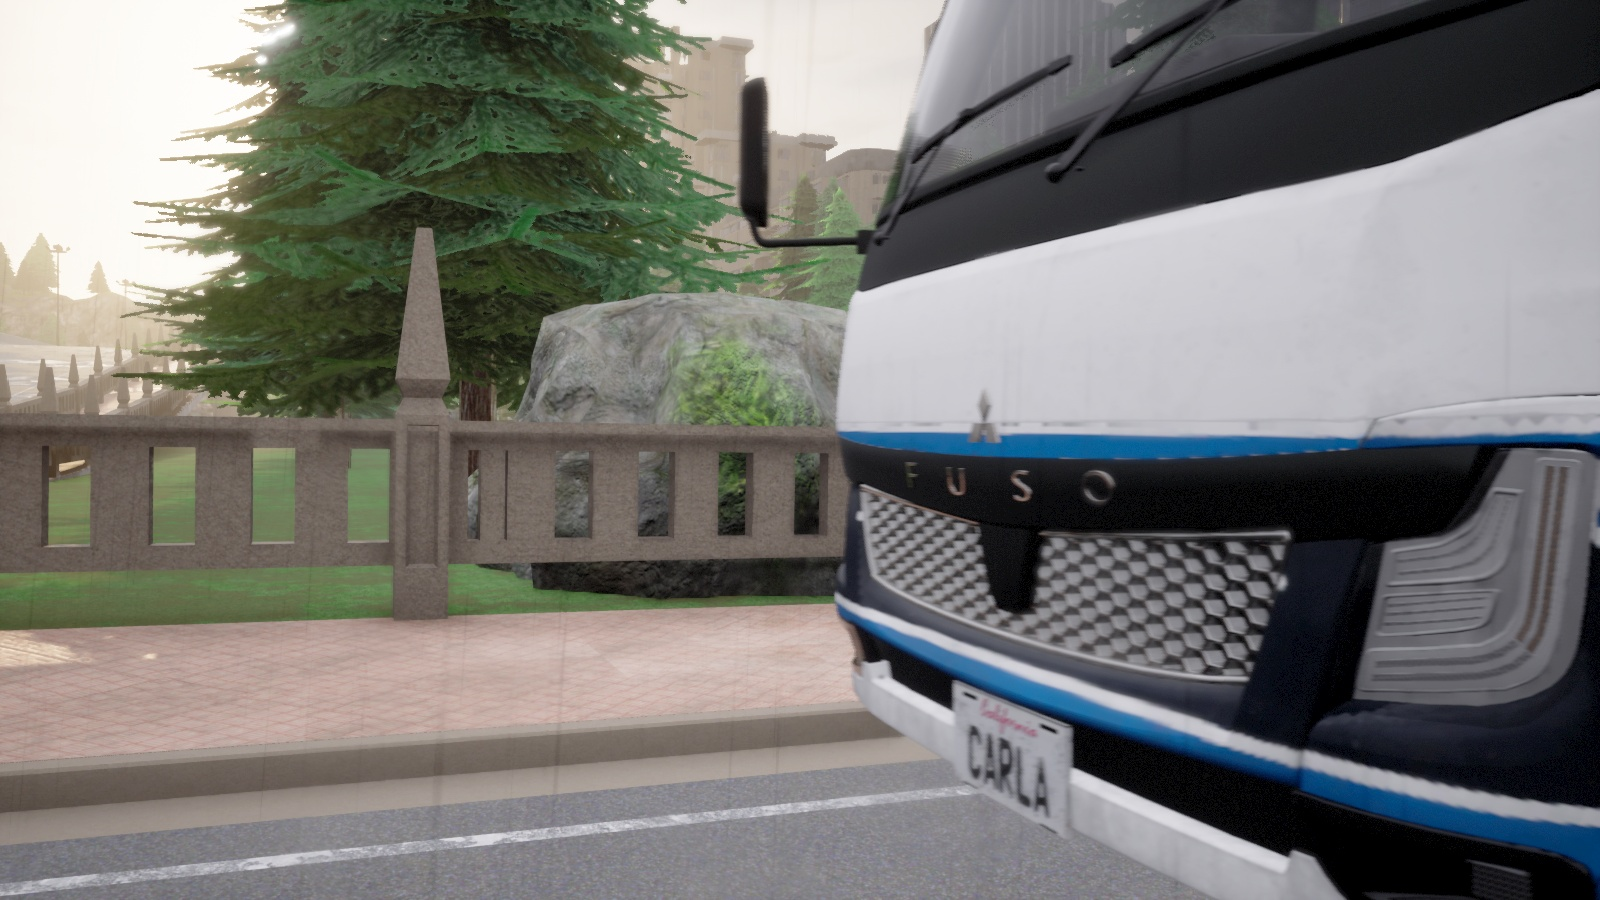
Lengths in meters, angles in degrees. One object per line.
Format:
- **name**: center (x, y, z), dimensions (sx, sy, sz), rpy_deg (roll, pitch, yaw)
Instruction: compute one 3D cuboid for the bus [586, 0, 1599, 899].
- **bus**: center (4.662, -0.710, 4.992), dimensions (10.273, 4.253, 3.944), rpy_deg (-1, 1, -21)
